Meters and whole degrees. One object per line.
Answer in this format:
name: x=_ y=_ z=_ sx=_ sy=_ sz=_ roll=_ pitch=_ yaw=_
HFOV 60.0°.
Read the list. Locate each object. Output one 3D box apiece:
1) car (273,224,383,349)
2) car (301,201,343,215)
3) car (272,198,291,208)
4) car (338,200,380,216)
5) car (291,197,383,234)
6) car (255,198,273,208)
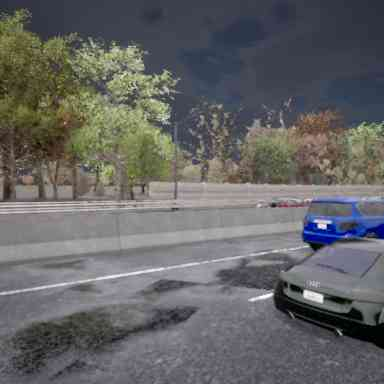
car: x=3.495 y=1.565 z=6.264 sx=4.181 sy=1.385 sz=1.994 roll=0 pitch=0 yaw=-35
car: x=13.879 y=1.608 z=35.398 sx=4.718 sy=1.301 sz=1.895 roll=0 pitch=0 yaw=-35
car: x=11.831 y=1.608 z=38.236 sx=4.718 sy=1.301 sz=1.895 roll=0 pitch=0 yaw=-35
car: x=16.672 y=1.535 z=33.089 sx=4.674 sy=1.442 sz=1.812 roll=0 pitch=0 yaw=-35
car: x=6.547 y=1.224 z=12.725 sx=5.566 sy=2.045 sz=2.150 roll=0 pitch=0 yaw=-36
car: x=9.902 y=1.498 z=40.952 sx=4.902 sy=1.511 sz=2.128 roll=0 pitch=0 yaw=-37
